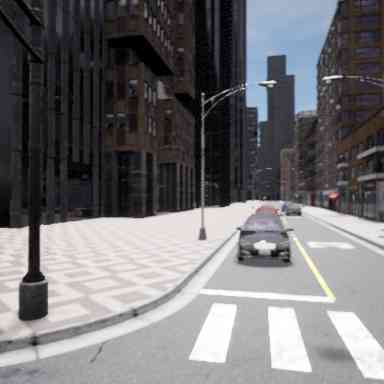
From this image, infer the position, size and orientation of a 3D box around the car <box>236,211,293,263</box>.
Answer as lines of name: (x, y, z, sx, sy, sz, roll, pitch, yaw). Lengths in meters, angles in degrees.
car: (2.869, 1.739, 13.244, 2.128, 1.511, 4.902, 0, -1, 12)

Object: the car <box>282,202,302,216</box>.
car: (13.302, 2.337, 43.480, 2.033, 1.411, 5.357, 0, -1, 13)

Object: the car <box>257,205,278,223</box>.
car: (7.627, 2.093, 33.335, 1.882, 1.535, 5.008, 0, -1, 13)

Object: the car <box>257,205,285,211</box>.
car: (5.242, 1.910, 23.261, 1.882, 1.535, 5.008, 0, -1, 13)
